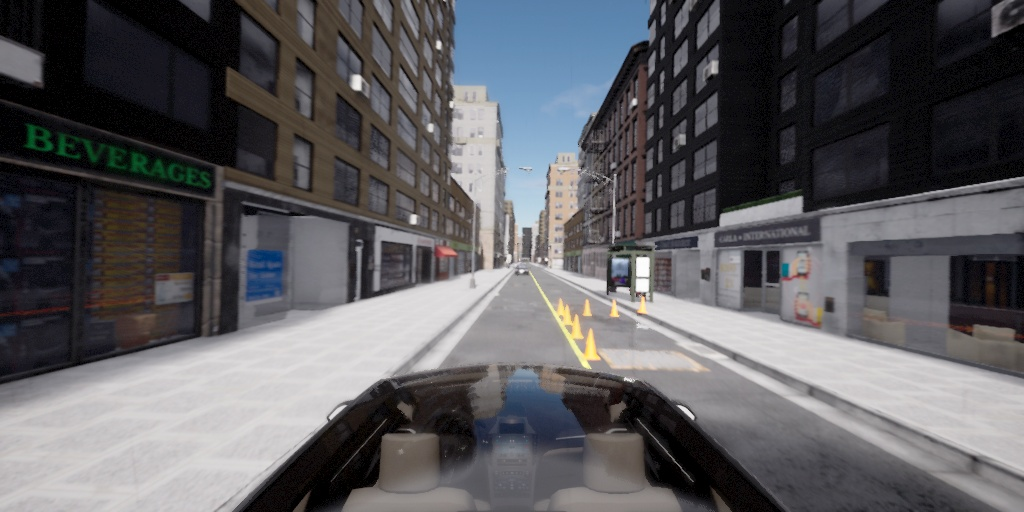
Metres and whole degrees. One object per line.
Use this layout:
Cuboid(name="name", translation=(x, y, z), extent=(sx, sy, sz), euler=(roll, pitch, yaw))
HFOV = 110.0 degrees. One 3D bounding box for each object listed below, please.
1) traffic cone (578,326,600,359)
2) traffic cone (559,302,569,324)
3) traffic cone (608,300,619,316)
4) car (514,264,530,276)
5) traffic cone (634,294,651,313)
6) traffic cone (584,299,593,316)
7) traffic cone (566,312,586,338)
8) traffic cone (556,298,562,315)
Cuboid(name="traffic cone", translation=(1.638, 1.818, 7.497), extent=(0.340, 0.580, 0.340), euler=(0, 0, 2))
Cuboid(name="traffic cone", translation=(1.761, 1.870, 11.495), extent=(0.340, 0.580, 0.340), euler=(0, 0, 2))
Cuboid(name="traffic cone", translation=(3.821, 1.945, 13.431), extent=(0.340, 0.580, 0.340), euler=(0, 0, 2))
Cuboid(name="car", translation=(1.321, 1.832, 47.984), extent=(2.128, 1.511, 4.902), euler=(1, -1, 2))
Cuboid(name="traffic cone", translation=(4.863, 1.809, 13.402), extent=(0.340, 0.580, 0.340), euler=(0, 0, 4))
Cuboid(name="traffic cone", translation=(2.821, 1.921, 13.463), extent=(0.340, 0.580, 0.340), euler=(0, 0, 2))
Cuboid(name="traffic cone", translation=(1.699, 1.844, 9.496), extent=(0.340, 0.580, 0.340), euler=(0, 0, 2))
Cuboid(name="traffic cone", translation=(1.822, 1.896, 13.494), extent=(0.340, 0.580, 0.340), euler=(0, 0, 2))
